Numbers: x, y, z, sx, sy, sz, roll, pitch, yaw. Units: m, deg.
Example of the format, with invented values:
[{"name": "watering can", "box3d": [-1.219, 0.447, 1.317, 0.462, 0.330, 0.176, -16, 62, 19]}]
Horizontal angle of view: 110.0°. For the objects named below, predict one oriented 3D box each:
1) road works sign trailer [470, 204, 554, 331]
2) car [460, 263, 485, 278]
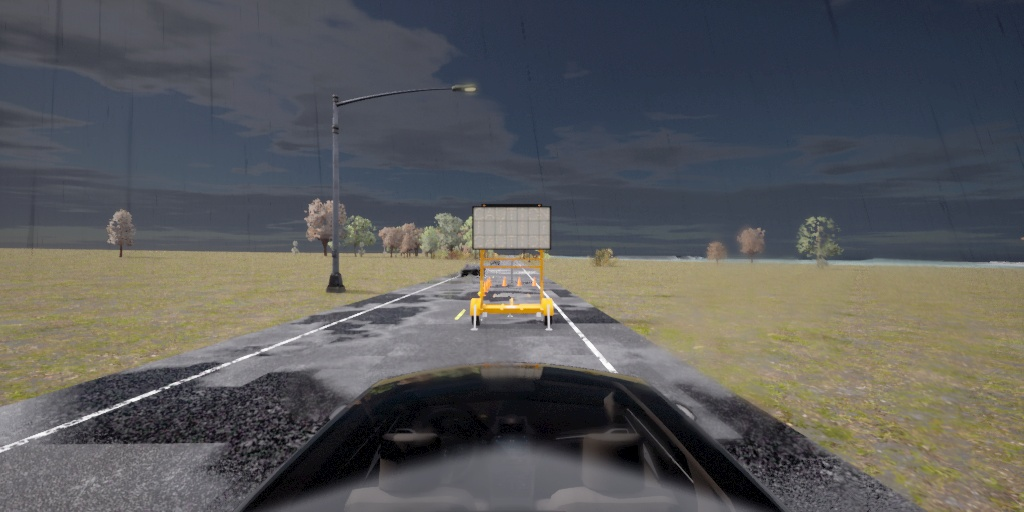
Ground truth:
[{"name": "road works sign trailer", "box3d": [-0.005, 0.214, 11.033, 2.380, 3.560, 2.880, 0, 0, 0]}, {"name": "car", "box3d": [-3.617, 1.352, 33.267, 1.895, 1.301, 4.718, 0, 0, 0]}]
